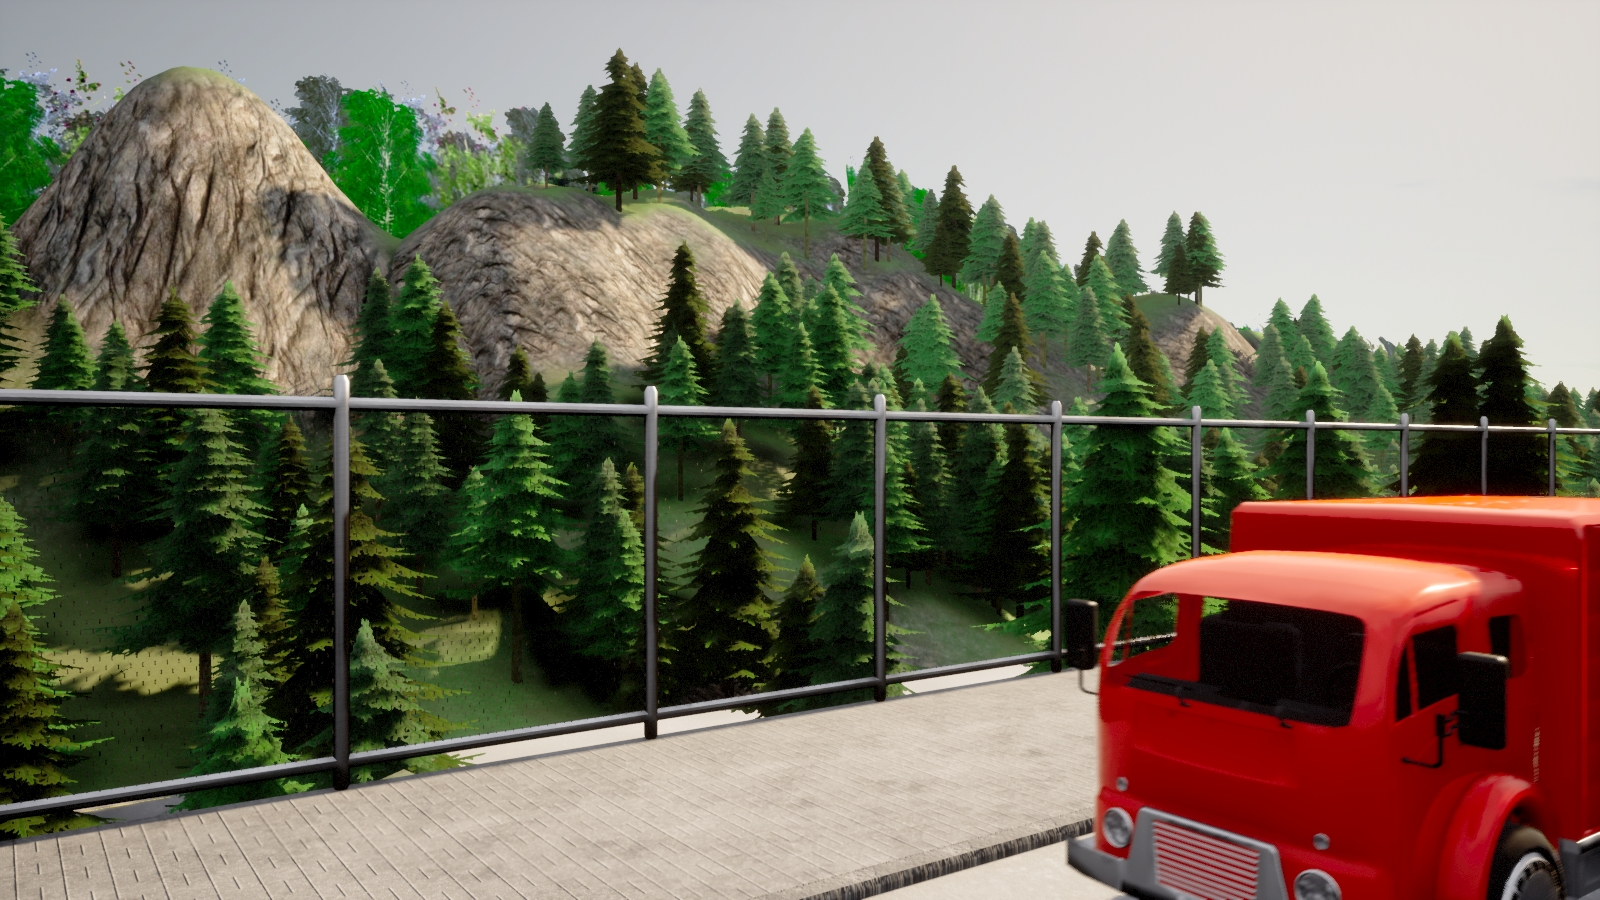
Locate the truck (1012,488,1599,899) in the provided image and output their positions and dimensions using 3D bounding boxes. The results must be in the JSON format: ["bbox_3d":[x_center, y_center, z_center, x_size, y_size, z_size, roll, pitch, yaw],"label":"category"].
[{"bbox_3d":[4.153,1.568,7.360,5.204,2.467,2.627,0,0,-36],"label":"truck"}]
